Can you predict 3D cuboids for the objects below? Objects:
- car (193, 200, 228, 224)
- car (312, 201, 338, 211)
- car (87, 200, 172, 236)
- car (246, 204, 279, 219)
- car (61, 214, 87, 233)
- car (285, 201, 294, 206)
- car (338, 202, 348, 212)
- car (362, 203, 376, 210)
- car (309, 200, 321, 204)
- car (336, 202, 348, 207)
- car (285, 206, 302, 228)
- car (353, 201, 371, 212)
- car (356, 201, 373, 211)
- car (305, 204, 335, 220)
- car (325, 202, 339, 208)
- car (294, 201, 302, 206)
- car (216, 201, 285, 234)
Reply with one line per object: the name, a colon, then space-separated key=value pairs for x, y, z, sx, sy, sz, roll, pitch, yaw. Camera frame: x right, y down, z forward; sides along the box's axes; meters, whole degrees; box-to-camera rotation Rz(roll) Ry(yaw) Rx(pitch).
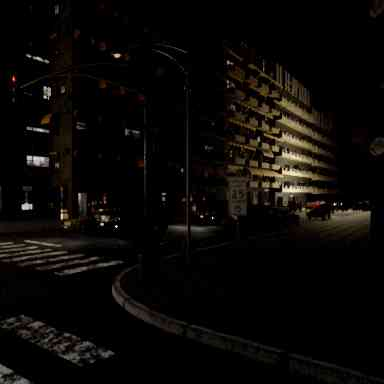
car: x=2.367 y=1.728 z=29.693 sx=2.150 sy=2.045 sz=5.566 roll=0 pitch=-1 yaw=34
car: x=19.421 y=2.456 z=48.536 sx=1.837 sy=1.490 sz=4.892 roll=0 pitch=-1 yaw=35
car: x=-3.543 y=1.541 z=21.224 sx=2.150 sy=2.045 sz=5.566 roll=0 pitch=-1 yaw=35
car: x=8.094 y=2.191 z=37.874 sx=1.837 sy=1.490 sz=4.892 roll=0 pitch=-1 yaw=35
car: x=-6.208 y=1.834 z=21.952 sx=1.752 sy=1.417 sz=4.829 roll=-1 pitch=-2 yaw=35
car: x=13.240 y=2.446 z=49.819 sx=1.752 sy=1.417 sz=4.829 roll=-1 pitch=-2 yaw=35
car: x=25.302 y=2.626 z=56.973 sx=2.128 sy=1.511 sz=4.902 roll=0 pitch=-1 yaw=35
car: x=36.424 y=2.971 z=68.451 sx=1.947 sy=1.339 sz=4.313 roll=-1 pitch=-2 yaw=35
car: x=23.062 y=2.771 z=63.892 sx=1.887 sy=1.381 sz=4.507 roll=-1 pitch=-2 yaw=35
car: x=39.270 y=3.282 z=87.114 sx=1.947 sy=1.339 sz=4.313 roll=-1 pitch=-2 yaw=35
car: x=7.253 y=2.043 z=26.654 sx=1.887 sy=1.381 sz=4.507 roll=-1 pitch=-2 yaw=35
car: x=29.939 y=2.522 z=59.169 sx=2.192 sy=1.841 sz=5.009 roll=-1 pitch=-2 yaw=35
car: x=33.181 y=2.622 z=63.814 sx=2.192 sy=1.841 sz=5.009 roll=-1 pitch=-2 yaw=35
car: x=13.735 y=2.284 z=35.941 sx=1.802 sy=1.307 sz=4.206 roll=-1 pitch=-2 yaw=35
car: x=32.786 y=3.067 z=77.824 sx=1.887 sy=1.381 sz=4.507 roll=-1 pitch=-2 yaw=35
car: x=16.578 y=2.340 z=54.608 sx=2.192 sy=1.841 sz=5.009 roll=-1 pitch=-2 yaw=35
car: x=4.010 y=1.711 z=22.016 sx=2.192 sy=1.841 sz=5.009 roll=-1 pitch=-2 yaw=35
